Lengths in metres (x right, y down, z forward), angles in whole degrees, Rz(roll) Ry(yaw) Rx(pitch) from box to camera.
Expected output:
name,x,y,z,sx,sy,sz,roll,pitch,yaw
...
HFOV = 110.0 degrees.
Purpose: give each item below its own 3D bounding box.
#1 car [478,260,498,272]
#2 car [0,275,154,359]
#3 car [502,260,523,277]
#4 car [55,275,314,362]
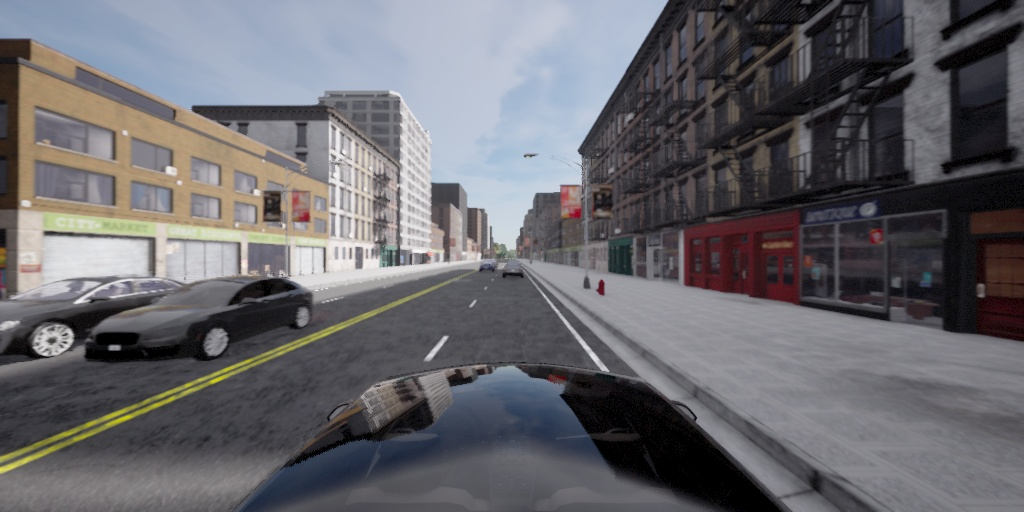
name,x,y,z,sx,sy,sz,roll,pitch,yaw
car,-3.155,1.270,45.894,1.812,1.442,4.674,0,0,0
car,-9.853,1.238,8.481,2.128,1.511,4.902,0,0,0
car,0.093,1.308,34.697,1.994,1.385,4.181,0,0,0
car,-6.601,1.252,8.381,1.837,1.490,4.892,0,1,0
